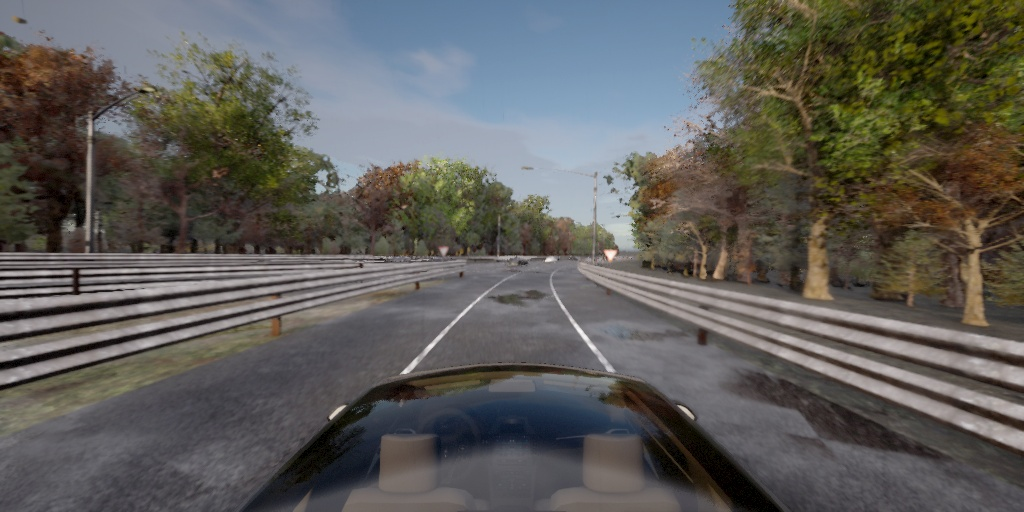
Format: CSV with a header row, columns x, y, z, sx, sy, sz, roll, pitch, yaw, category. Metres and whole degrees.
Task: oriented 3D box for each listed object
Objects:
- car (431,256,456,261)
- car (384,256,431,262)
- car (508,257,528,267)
x,y,z,sx,sy,sz,roll,pitch,yaw,category
-9.362,0.766,49.209,2.033,1.411,5.357,2,1,24,car
-10.958,0.784,36.806,2.128,1.511,4.902,2,1,24,car
1.048,0.937,55.571,2.128,1.511,4.902,2,0,24,car
